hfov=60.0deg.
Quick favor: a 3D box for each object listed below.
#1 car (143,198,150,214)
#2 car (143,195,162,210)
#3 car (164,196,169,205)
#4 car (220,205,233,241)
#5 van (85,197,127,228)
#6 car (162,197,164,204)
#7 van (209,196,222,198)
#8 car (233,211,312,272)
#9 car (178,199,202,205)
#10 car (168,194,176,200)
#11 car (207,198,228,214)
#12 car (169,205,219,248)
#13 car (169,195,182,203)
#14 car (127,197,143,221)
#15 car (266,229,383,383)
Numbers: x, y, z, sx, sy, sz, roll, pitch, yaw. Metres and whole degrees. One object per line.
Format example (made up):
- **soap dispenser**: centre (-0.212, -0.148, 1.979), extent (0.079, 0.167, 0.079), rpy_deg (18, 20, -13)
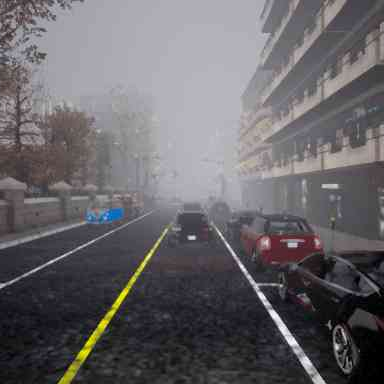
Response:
- **car**: centre (-5.693, 1.549, 32.968), extent (2.008, 1.369, 4.403), rpy_deg (0, 0, 0)
- **car**: centre (-5.694, 1.315, 44.039), extent (2.192, 1.841, 5.009), rpy_deg (0, 0, 0)
- **car**: centre (-5.693, 1.587, 60.644), extent (1.802, 1.307, 4.206), rpy_deg (0, 0, 0)
- **car**: centre (2.687, 1.563, 16.363), extent (1.947, 1.339, 4.313), rpy_deg (0, 0, 0)
- **van**: centre (-5.695, 1.339, 21.897), extent (1.690, 1.788, 3.998), rpy_deg (0, 0, 0)
- **car**: centre (-5.693, 1.567, 49.574), extent (1.947, 1.339, 4.313), rpy_deg (0, 0, 0)
- **van**: centre (2.686, 1.340, 38.504), extent (1.690, 1.788, 3.998), rpy_deg (0, 0, 0)
- **car**: centre (2.686, 1.438, 10.827), extent (1.967, 1.590, 4.097), rpy_deg (0, 0, 0)
- **car**: centre (0.000, 1.571, 29.650), extent (1.994, 1.385, 4.181), rpy_deg (0, 0, 0)
- **car**: centre (-5.694, 1.456, 93.055), extent (1.967, 1.590, 4.097), rpy_deg (0, 0, 0)
- **car**: centre (2.687, 1.564, 32.968), extent (1.947, 1.339, 4.313), rpy_deg (0, 0, 0)
- **car**: centre (0.000, 1.532, 14.650), extent (1.812, 1.442, 4.674), rpy_deg (0, 0, 0)
- **car**: centre (-3.000, 1.607, 66.428), extent (1.994, 1.385, 4.181), rpy_deg (0, 0, 0)
- **car**: centre (-5.695, 1.313, 27.433), extent (2.192, 1.841, 5.009), rpy_deg (0, 0, 0)
- **car**: centre (2.687, 1.564, 5.293), extent (1.947, 1.339, 4.313), rpy_deg (0, 0, 0)
